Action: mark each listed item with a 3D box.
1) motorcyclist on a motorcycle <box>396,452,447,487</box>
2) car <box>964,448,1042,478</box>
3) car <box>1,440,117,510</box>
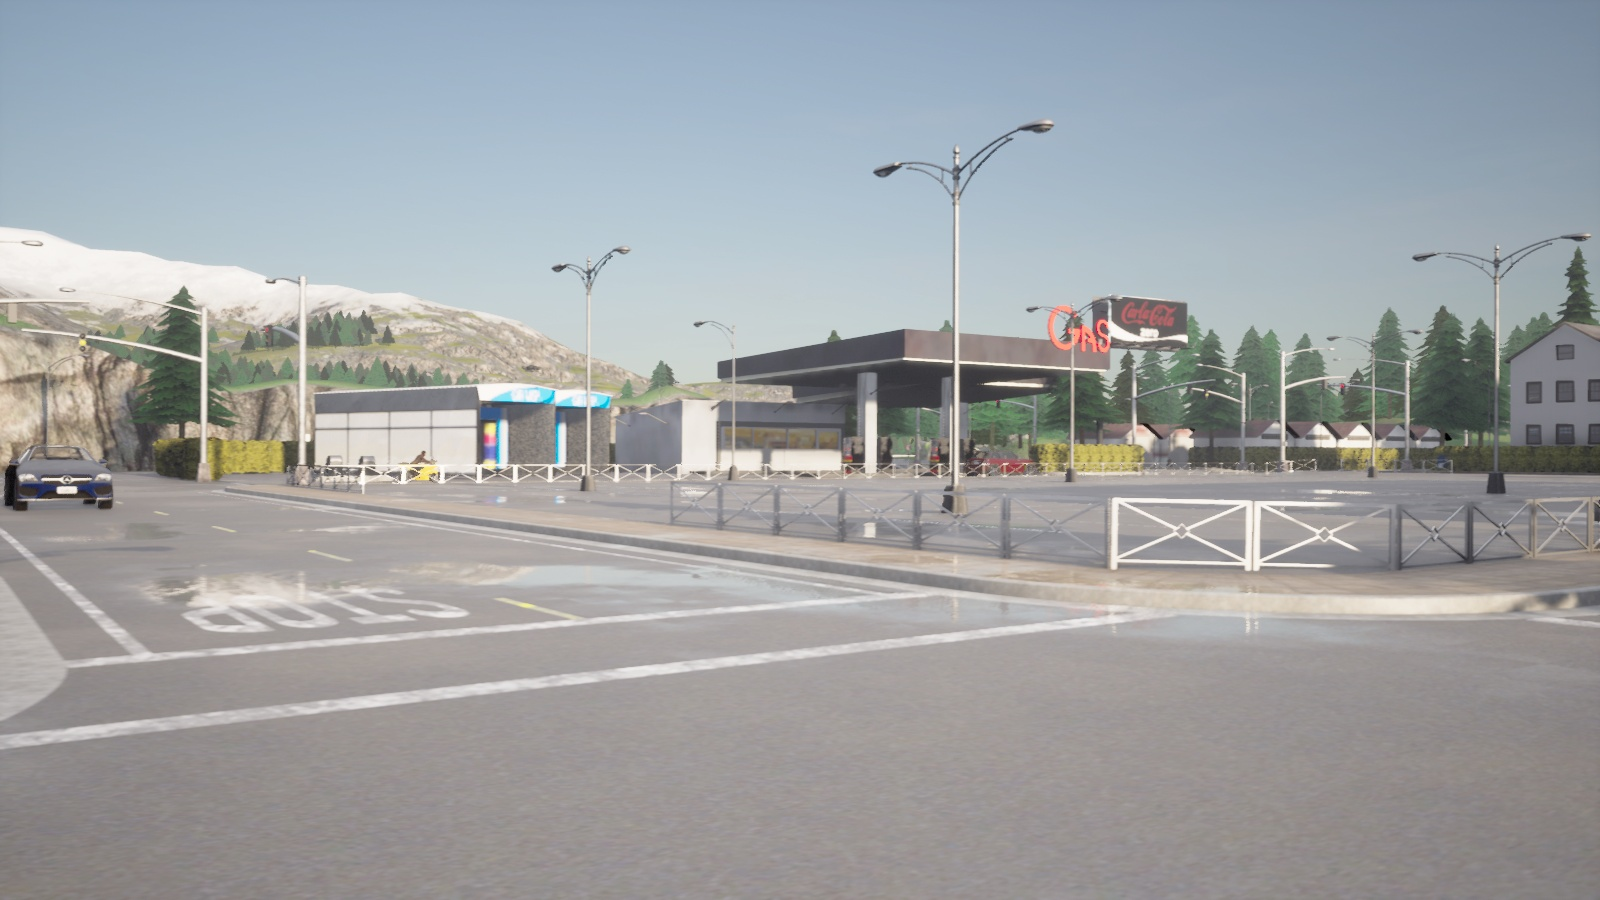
[{"bbox_3d":[-16.990,0.852,56.340,2.044,1.523,0.797,0,0,-35],"label":"motorcyclist on a motorcycle"},{"bbox_3d":[12.384,0.755,76.538,4.553,1.767,2.097,0,0,-35],"label":"car"},{"bbox_3d":[-19.189,0.603,32.400,2.152,1.651,5.027,0,0,-35],"label":"car"}]
